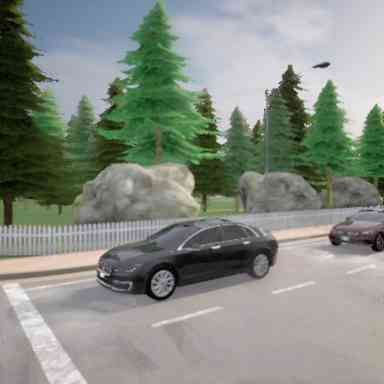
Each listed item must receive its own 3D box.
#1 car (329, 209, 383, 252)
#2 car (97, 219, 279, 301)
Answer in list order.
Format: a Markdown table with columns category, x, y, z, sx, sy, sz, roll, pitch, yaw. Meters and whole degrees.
| category | x | y | z | sx | sy | sz | roll | pitch | yaw |
| --- | --- | --- | --- | --- | --- | --- | --- | --- | --- |
| car | 7.599 | 1.445 | 13.714 | 4.674 | 1.442 | 1.812 | 0 | 0 | -35 |
| car | 0.106 | 1.479 | 8.390 | 4.892 | 1.490 | 1.837 | 0 | 0 | -35 |
